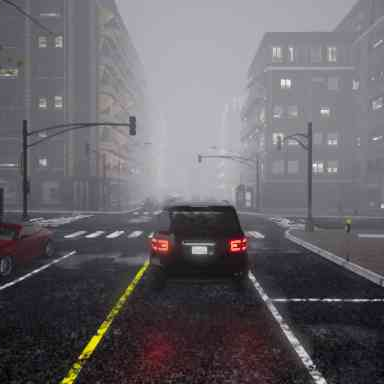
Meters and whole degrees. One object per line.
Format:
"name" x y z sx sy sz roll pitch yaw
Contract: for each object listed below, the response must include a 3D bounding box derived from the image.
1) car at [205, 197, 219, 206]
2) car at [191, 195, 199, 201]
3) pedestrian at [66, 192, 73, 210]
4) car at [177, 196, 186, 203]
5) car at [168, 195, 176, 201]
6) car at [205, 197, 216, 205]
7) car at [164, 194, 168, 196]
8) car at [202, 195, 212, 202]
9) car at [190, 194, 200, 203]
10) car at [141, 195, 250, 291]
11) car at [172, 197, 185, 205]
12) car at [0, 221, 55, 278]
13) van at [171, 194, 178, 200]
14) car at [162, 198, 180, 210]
"car" 3.204 1.549 53.630 2.008 1.369 4.403 0 0 1
"car" 0.806 1.477 82.715 1.882 1.535 5.008 0 0 1
"pedestrian" -12.395 0.902 33.504 0.375 1.860 0.375 0 -1 0
"car" -2.302 1.522 71.915 1.812 1.442 4.674 0 0 1
"car" -4.899 1.525 81.741 1.752 1.417 4.829 0 0 1
"car" 3.260 1.543 59.268 1.887 1.381 4.507 0 0 1
"car" -5.010 1.314 70.633 2.192 1.841 5.009 0 0 1
"car" 3.426 1.440 76.184 1.967 1.590 4.097 0 0 1
"car" 0.724 1.354 72.938 2.097 1.767 4.553 0 0 1
"car" 0.171 1.221 9.114 2.150 2.045 5.566 0 0 1
"car" -2.466 1.563 61.610 1.994 1.385 4.181 0 0 1
"car" -5.607 1.581 10.033 1.802 1.307 4.206 0 0 1
"van" -4.786 1.340 93.188 1.690 1.788 3.998 0 0 1
"car" -2.671 1.562 43.069 1.994 1.385 4.181 0 0 2
